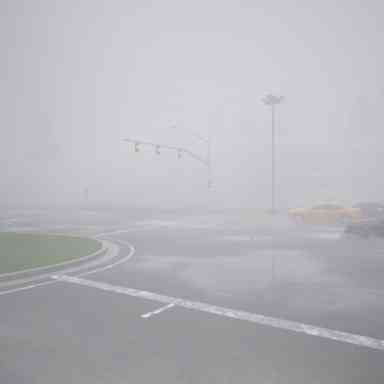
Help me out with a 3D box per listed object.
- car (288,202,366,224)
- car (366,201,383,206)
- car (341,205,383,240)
[{"bbox_3d":[9.405,1.477,23.684,5.008,1.535,1.882,0,0,27],"label":"car"},{"bbox_3d":[13.345,1.505,25.599,4.892,1.490,1.837,0,0,28],"label":"car"},{"bbox_3d":[10.068,1.547,15.519,5.357,1.411,2.033,0,0,28],"label":"car"}]
